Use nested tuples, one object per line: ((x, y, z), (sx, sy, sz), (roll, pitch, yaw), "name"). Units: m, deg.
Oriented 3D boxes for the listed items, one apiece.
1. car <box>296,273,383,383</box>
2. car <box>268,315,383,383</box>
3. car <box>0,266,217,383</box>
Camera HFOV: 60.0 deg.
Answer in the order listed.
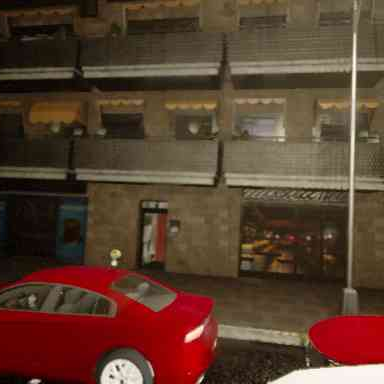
((3.678, 1.971, 3.822), (4.507, 1.381, 1.887), (2, -3, 10), "car")
((2.734, 1.806, 2.113), (4.674, 1.442, 1.812), (2, -3, 10), "car")
((-1.897, 1.768, 4.811), (4.507, 1.381, 1.887), (2, -3, 10), "car")
